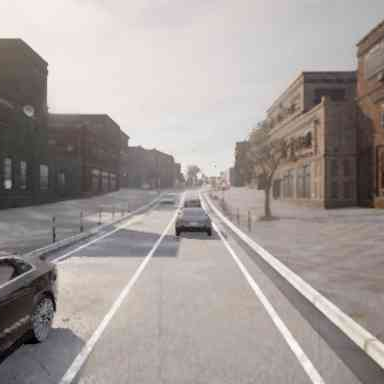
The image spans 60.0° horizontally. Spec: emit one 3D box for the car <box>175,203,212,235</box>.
[{"bbox_3d":[0.094,1.572,18.929,1.994,1.385,4.181,0,0,0],"label":"car"}]

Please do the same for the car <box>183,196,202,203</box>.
[{"bbox_3d":[0.091,1.202,36.538,2.128,1.511,4.902,0,2,0],"label":"car"}]

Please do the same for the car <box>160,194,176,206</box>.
[{"bbox_3d":[-3.107,1.023,43.526,2.033,1.411,5.357,0,2,0],"label":"car"}]

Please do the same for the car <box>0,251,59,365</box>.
[{"bbox_3d":[-3.103,1.494,3.569,2.128,1.511,4.902,0,0,0],"label":"car"}]
